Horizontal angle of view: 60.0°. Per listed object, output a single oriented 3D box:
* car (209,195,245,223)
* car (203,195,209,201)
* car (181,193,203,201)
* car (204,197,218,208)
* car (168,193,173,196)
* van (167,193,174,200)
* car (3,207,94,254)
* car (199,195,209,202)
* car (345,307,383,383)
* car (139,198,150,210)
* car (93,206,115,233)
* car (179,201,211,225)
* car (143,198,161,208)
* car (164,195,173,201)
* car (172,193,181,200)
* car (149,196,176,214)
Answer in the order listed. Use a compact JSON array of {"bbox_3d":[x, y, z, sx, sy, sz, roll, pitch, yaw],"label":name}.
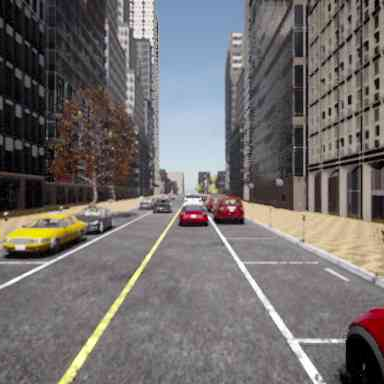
[{"bbox_3d":[2.702,1.296,24.953,2.192,1.841,5.009,0,0,0],"label":"car"},{"bbox_3d":[2.705,1.284,36.337,2.192,1.841,5.009,0,0,0],"label":"car"},{"bbox_3d":[0.110,1.187,40.332,2.150,2.045,5.566,0,0,0],"label":"car"},{"bbox_3d":[2.708,1.479,47.891,1.752,1.417,4.829,0,0,0],"label":"car"},{"bbox_3d":[-5.667,1.468,70.505,2.008,1.369,4.403,0,0,0],"label":"car"},{"bbox_3d":[-5.660,1.227,87.582,1.690,1.788,3.998,0,0,0],"label":"van"},{"bbox_3d":[-5.683,1.516,13.411,1.752,1.417,4.829,0,0,0],"label":"car"},{"bbox_3d":[2.716,1.474,76.183,1.947,1.339,4.313,0,0,0],"label":"car"},{"bbox_3d":[2.694,1.439,2.184,1.967,1.590,4.097,0,0,0],"label":"car"},{"bbox_3d":[-5.675,1.512,42.044,2.008,1.369,4.403,0,0,0],"label":"car"},{"bbox_3d":[-5.682,1.536,19.275,2.008,1.369,4.403,0,0,0],"label":"car"},{"bbox_3d":[0.107,1.544,23.747,1.994,1.385,4.181,0,0,0],"label":"car"},{"bbox_3d":[-5.673,1.519,47.737,1.947,1.339,4.313,0,0,0],"label":"car"},{"bbox_3d":[-5.663,1.442,81.890,1.887,1.381,4.507,0,0,0],"label":"car"},{"bbox_3d":[-2.977,1.071,76.937,2.097,1.767,4.553,0,0,0],"label":"car"},{"bbox_3d":[-3.084,1.475,35.436,1.837,1.490,4.892,0,0,0],"label":"car"}]
